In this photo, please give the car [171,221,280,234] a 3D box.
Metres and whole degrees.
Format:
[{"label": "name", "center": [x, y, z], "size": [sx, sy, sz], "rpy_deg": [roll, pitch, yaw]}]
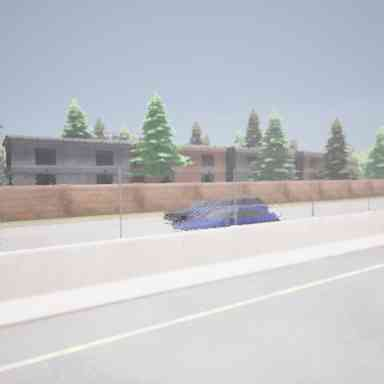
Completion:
[{"label": "car", "center": [1.440, 1.269, 12.960], "size": [4.674, 1.442, 1.812], "rpy_deg": [-2, 1, -32]}]
